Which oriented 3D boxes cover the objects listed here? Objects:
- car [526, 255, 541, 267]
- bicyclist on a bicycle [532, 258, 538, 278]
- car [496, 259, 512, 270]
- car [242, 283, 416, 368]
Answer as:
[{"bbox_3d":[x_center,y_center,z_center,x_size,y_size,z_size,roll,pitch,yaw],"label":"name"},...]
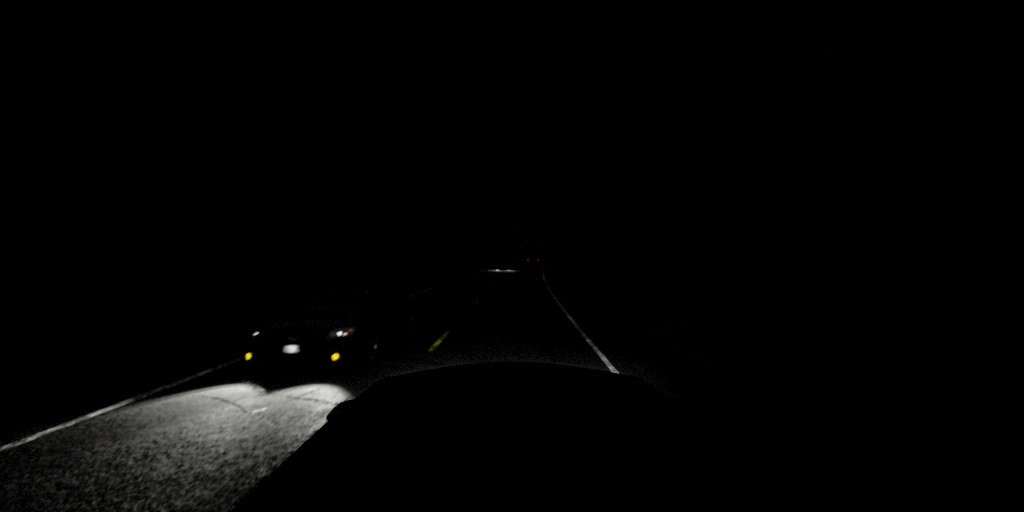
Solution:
[{"bbox_3d":[3.578,0.852,60.359,2.150,2.045,5.566,0,0,6],"label":"car"},{"bbox_3d":[1.883,1.166,29.434,0.582,1.620,1.656,0,0,4],"label":"bicyclist on a bicycle"},{"bbox_3d":[-1.017,1.151,49.608,1.837,1.490,4.892,0,1,6],"label":"car"},{"bbox_3d":[-3.516,1.302,7.749,1.994,1.385,4.181,0,0,1],"label":"car"}]
